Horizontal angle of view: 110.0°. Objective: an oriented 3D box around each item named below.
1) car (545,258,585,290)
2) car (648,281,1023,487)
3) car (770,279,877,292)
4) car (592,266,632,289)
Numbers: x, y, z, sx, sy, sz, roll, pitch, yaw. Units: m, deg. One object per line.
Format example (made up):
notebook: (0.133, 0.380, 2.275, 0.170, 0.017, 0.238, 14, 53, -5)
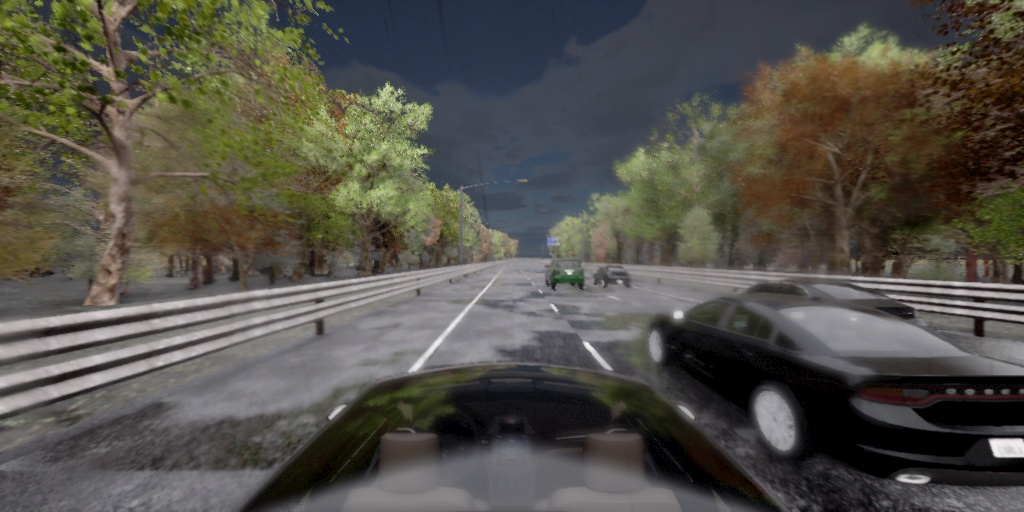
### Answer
car: (3.594, 1.191, 24.930, 2.150, 2.045, 5.566, 0, -1, 0)
car: (3.598, 1.260, 5.075, 1.882, 1.535, 5.008, 0, -1, 0)
car: (7.098, 1.325, 9.033, 1.837, 1.490, 4.892, 0, 0, 0)
car: (7.093, 1.483, 25.802, 1.837, 1.490, 4.892, 0, -1, 0)
